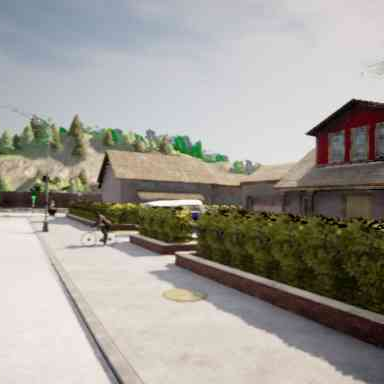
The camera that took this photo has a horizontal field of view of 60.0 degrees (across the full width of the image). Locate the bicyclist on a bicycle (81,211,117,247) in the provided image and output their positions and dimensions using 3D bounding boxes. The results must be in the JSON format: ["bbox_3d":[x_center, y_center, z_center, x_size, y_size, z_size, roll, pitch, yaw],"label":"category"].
[{"bbox_3d":[-4.216,1.712,15.250,1.656,1.620,0.582,2,-2,-28],"label":"bicyclist on a bicycle"}]
